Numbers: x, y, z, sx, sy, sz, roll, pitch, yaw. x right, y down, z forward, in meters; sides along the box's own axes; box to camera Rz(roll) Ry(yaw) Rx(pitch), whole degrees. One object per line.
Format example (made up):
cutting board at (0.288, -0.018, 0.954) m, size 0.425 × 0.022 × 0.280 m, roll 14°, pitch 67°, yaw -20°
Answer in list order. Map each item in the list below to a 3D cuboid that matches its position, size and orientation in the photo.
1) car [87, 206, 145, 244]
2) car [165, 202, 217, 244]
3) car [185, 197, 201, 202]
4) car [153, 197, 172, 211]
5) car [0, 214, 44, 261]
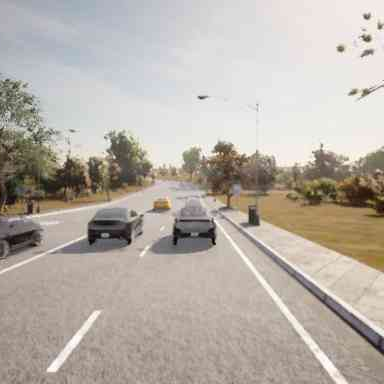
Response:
car at (-3.397, 1.439, 15.458) m, size 1.837 × 1.490 × 4.892 m, roll 0°, pitch 0°, yaw 0°
car at (0.104, 1.426, 15.341) m, size 2.128 × 1.511 × 4.902 m, roll 0°, pitch 0°, yaw 0°
car at (0.113, 1.360, 38.508) m, size 1.812 × 1.442 × 4.674 m, roll 0°, pitch 0°, yaw 0°
car at (-3.392, 1.312, 38.622) m, size 1.882 × 1.535 × 5.008 m, roll 0°, pitch 0°, yaw 0°
car at (-7.053, 1.512, 11.958) m, size 1.994 × 1.385 × 4.181 m, roll 0°, pitch 0°, yaw 0°
